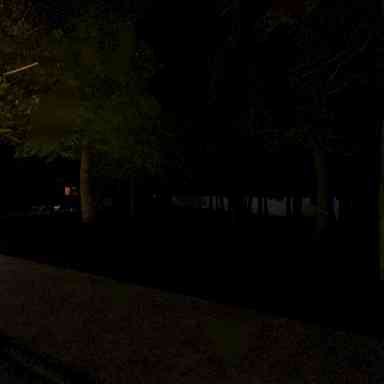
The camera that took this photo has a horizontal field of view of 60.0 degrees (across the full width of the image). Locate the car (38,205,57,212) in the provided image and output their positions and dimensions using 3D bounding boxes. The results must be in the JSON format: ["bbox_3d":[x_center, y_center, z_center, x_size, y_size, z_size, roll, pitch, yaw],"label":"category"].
[{"bbox_3d":[-33.409,3.886,77.215,1.837,1.490,4.892,0,-2,-9],"label":"car"}]

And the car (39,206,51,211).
[{"bbox_3d":[-38.328,4.275,86.963,1.994,1.385,4.181,0,-2,-9],"label":"car"}]

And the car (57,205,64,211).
[{"bbox_3d":[-35.123,4.239,87.498,2.128,1.511,4.902,0,-2,-9],"label":"car"}]

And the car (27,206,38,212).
[{"bbox_3d":[-36.677,3.912,77.058,1.837,1.490,4.892,0,-2,-9],"label":"car"}]
